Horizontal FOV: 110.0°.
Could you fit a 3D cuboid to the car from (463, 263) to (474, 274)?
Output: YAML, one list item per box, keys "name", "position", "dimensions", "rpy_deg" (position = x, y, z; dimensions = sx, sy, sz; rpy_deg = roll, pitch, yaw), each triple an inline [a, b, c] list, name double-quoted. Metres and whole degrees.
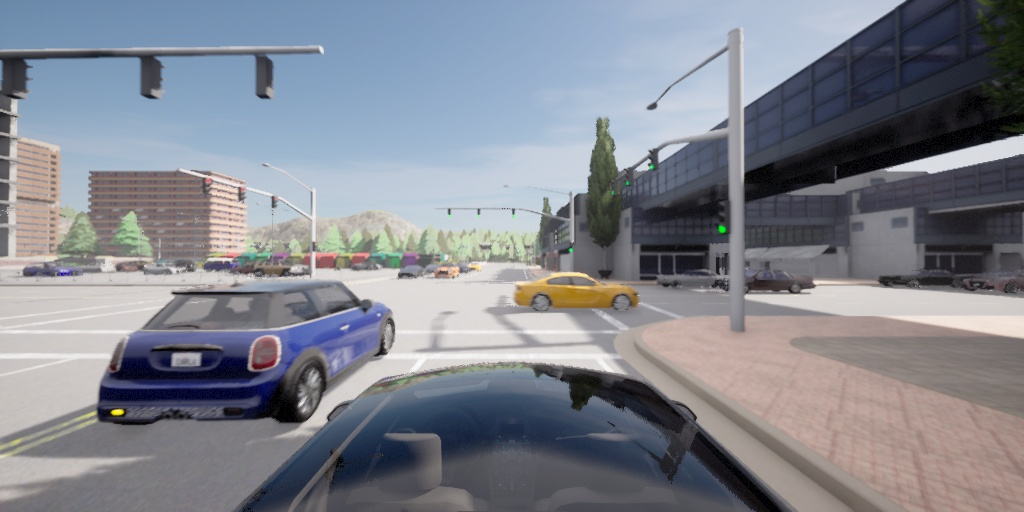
- name: "car"
  position: [-6.957, 1.845, 50.052]
  dimensions: [1.994, 1.385, 4.181]
  rpy_deg: [0, -1, 2]

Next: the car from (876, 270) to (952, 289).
- name: "car"
  position: [28.569, 1.602, 24.989]
  dimensions: [4.718, 1.301, 1.895]
  rpy_deg: [0, -1, 0]

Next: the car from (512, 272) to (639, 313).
- name: "car"
  position: [2.501, 1.410, 14.374]
  dimensions: [5.008, 1.535, 1.882]
  rpy_deg: [0, -1, -1]

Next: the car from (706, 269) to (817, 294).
- name: "car"
  position: [15.039, 1.513, 21.549]
  dimensions: [5.357, 1.411, 2.033]
  rpy_deg: [0, -1, 0]

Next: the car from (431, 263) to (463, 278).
- name: "car"
  position: [-7.191, 1.523, 40.035]
  dimensions: [2.097, 1.767, 4.553]
  rpy_deg: [0, -1, 1]

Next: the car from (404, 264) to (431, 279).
- name: "car"
  position: [-10.721, 1.705, 38.786]
  dimensions: [2.033, 1.411, 5.357]
  rpy_deg: [0, -1, 1]

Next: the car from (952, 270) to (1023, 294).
- name: "car"
  position: [29.828, 1.526, 21.481]
  dimensions: [4.181, 1.385, 1.994]
  rpy_deg: [0, -1, 0]

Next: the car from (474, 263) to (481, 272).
- name: "car"
  position: [-6.541, 1.899, 62.906]
  dimensions: [1.882, 1.535, 5.008]
  rpy_deg: [0, -1, 2]

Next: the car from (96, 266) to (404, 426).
- name: "car"
  position: [-3.542, 1.150, 5.963]
  dimensions: [2.097, 1.767, 4.553]
  rpy_deg: [0, -1, -1]

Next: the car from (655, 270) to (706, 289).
- name: "car"
  position: [12.601, 1.605, 25.058]
  dimensions: [4.718, 1.301, 1.895]
  rpy_deg: [0, -1, 0]
